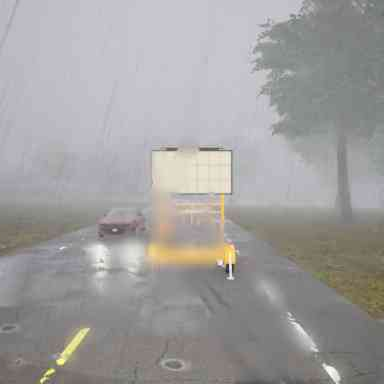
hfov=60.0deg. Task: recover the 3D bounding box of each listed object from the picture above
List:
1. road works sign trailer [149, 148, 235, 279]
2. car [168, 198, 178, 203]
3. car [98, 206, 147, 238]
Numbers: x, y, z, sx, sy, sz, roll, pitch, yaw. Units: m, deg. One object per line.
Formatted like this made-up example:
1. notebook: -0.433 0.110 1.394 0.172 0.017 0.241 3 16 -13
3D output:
1. road works sign trailer: 0.002 0.478 10.019 2.380 3.560 2.880 0 0 0
2. car: -4.112 2.119 73.718 1.812 1.442 4.674 0 -1 -1
3. car: -3.625 1.517 18.071 1.882 1.535 5.008 0 0 0
